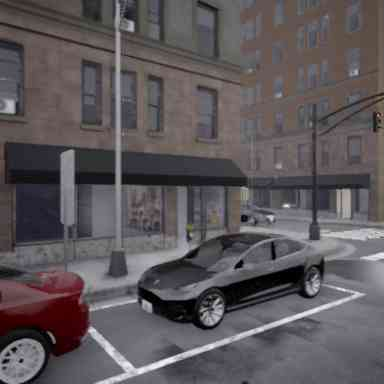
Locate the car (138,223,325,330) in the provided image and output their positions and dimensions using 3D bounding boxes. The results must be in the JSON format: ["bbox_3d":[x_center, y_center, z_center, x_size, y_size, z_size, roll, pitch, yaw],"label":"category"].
[{"bbox_3d":[1.012,1.564,6.913,4.313,1.339,1.947,0,0,-36],"label":"car"}]

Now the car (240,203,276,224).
[{"bbox_3d":[3.701,1.554,23.573,2.128,1.511,4.902,0,0,-37],"label":"car"}]

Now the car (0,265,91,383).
[{"bbox_3d":[-3.473,1.545,3.711,4.507,1.381,1.887,0,0,-36],"label":"car"}]
